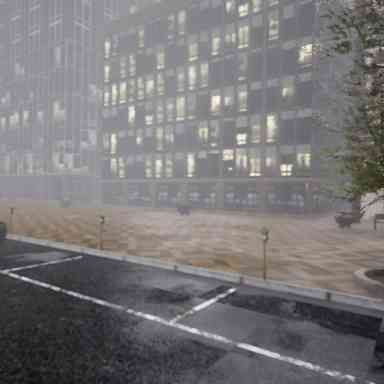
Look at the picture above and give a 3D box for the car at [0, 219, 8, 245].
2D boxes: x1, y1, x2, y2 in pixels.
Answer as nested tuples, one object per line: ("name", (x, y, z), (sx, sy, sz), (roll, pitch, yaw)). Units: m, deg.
("car", (-8.766, 1.277, 12.692), (4.403, 1.369, 2.008), (2, 0, 34))
